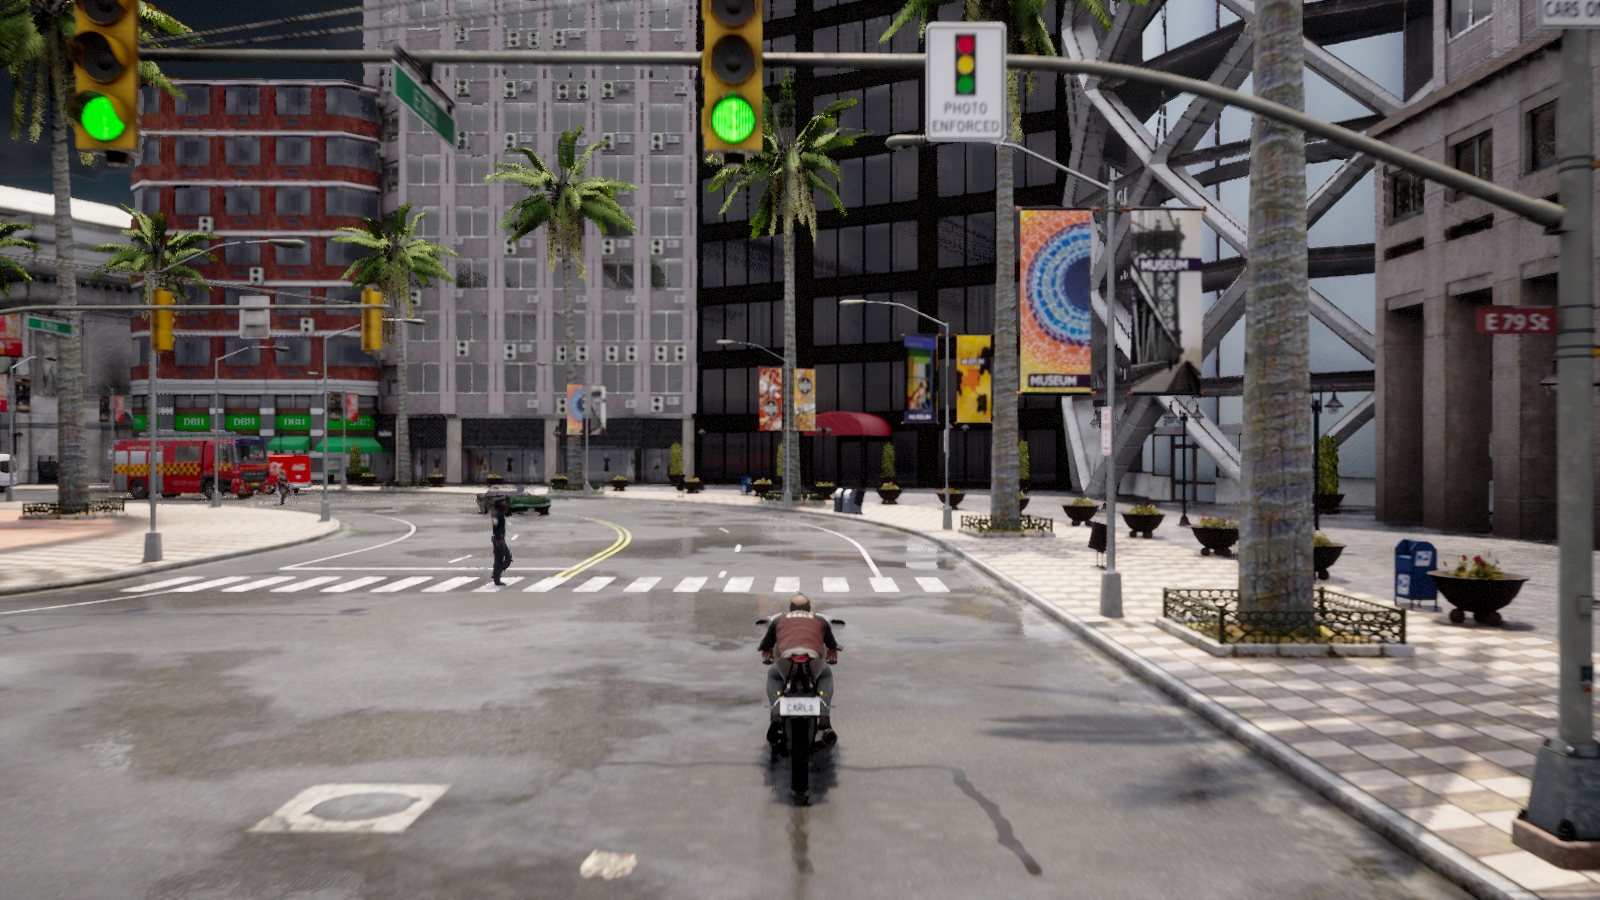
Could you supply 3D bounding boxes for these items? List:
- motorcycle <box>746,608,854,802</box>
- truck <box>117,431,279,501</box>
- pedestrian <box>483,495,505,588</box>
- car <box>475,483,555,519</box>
[{"bbox_3d":[0.000,2.205,10.285,0.867,1.251,2.209,0,0,0],"label":"motorcycle"},{"bbox_3d":[-34.383,0.892,65.319,8.468,3.827,2.891,0,0,15],"label":"truck"},{"bbox_3d":[-6.233,1.849,23.274,0.375,1.860,0.375,0,0,-4],"label":"pedestrian"},{"bbox_3d":[-12.276,2.156,48.941,1.895,1.301,4.718,0,0,-33],"label":"car"}]
